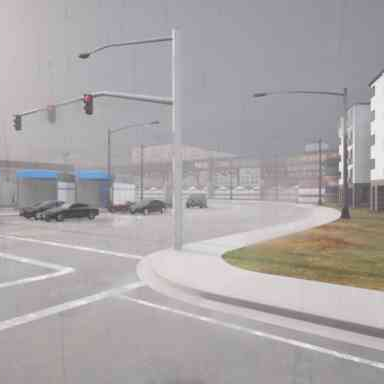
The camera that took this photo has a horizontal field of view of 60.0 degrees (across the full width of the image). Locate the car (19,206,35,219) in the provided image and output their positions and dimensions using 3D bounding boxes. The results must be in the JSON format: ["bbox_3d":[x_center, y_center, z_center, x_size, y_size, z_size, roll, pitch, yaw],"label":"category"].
[{"bbox_3d":[-12.299,1.503,28.770,1.837,1.490,4.892,0,0,36],"label":"car"}]

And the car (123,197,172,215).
[{"bbox_3d":[-4.459,1.502,34.030,1.837,1.490,4.892,0,0,30],"label":"car"}]

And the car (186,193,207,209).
[{"bbox_3d":[0.689,1.220,46.226,2.150,2.045,5.566,0,0,12],"label":"car"}]

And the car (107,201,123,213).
[{"bbox_3d":[-7.067,1.599,36.378,1.895,1.301,4.718,0,0,30],"label":"car"}]

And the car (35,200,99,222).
[{"bbox_3d":[-9.590,1.524,26.544,1.812,1.442,4.674,0,0,36],"label":"car"}]
